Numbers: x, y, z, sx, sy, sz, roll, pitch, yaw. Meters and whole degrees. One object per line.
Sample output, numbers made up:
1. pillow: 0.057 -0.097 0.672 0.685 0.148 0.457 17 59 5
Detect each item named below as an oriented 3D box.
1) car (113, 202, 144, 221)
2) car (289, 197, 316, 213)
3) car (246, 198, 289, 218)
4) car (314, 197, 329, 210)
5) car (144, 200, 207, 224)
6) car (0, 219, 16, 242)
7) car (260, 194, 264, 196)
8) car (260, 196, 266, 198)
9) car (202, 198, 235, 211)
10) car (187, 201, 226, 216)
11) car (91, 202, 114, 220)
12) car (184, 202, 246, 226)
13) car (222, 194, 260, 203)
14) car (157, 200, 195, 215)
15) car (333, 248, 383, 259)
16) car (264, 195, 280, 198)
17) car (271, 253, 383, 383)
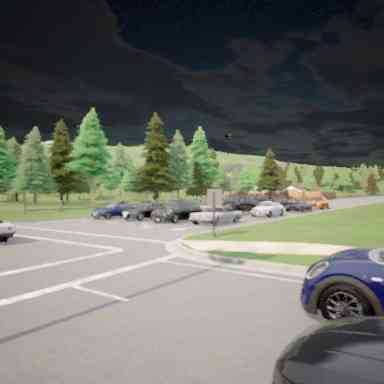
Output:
1. car: -3.858 1.601 28.264 2.128 1.511 4.902 0 0 36
2. car: 12.364 1.634 38.554 1.994 1.385 4.181 0 0 37
3. car: 7.191 1.596 31.500 1.812 1.442 4.674 0 0 36
4. car: 16.804 1.422 44.611 2.097 1.767 4.553 0 0 36
5. car: -1.176 1.442 26.003 2.097 1.767 4.553 0 0 36
6. car: -10.379 1.699 15.696 4.718 1.301 1.895 0 0 36
7. car: 9.933 1.350 52.931 2.150 2.045 5.566 0 0 37
8. car: 7.321 1.657 43.521 2.033 1.411 5.357 0 0 36
9. car: 3.559 1.621 44.306 2.128 1.511 4.902 0 0 36
10. car: 1.617 1.711 35.744 1.895 1.301 4.718 0 0 36
11. car: -6.875 1.655 30.069 1.812 1.442 4.674 0 0 36
12. car: 1.801 1.672 24.139 1.895 1.301 4.718 0 0 36
13. car: 4.476 1.312 33.731 2.150 2.045 5.566 0 0 36
14. car: -1.708 1.693 37.125 1.994 1.385 4.181 0 0 36
15. car: 4.156 1.350 5.327 4.553 1.767 2.097 0 0 36
16. car: 13.253 1.601 51.564 2.128 1.511 4.902 0 0 37
17. car: 2.894 1.498 1.930 4.892 1.490 1.837 0 0 36
